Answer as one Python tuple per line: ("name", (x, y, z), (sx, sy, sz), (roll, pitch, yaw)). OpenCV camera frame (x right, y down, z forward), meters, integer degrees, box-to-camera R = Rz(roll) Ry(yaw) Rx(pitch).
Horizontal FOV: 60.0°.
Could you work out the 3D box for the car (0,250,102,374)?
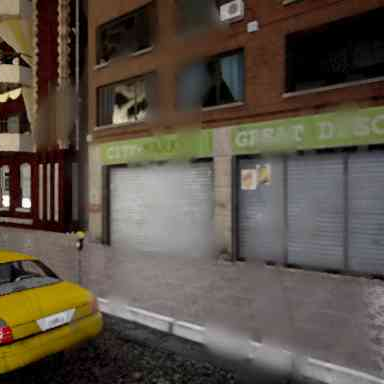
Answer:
("car", (-3.526, 1.519, 5.392), (4.829, 1.417, 1.752), (0, 0, 36))
